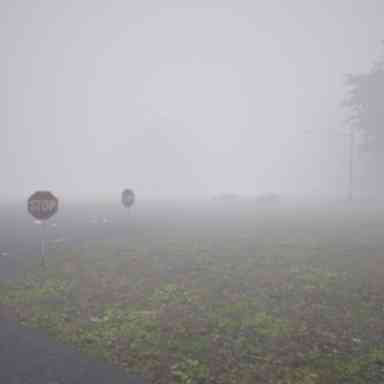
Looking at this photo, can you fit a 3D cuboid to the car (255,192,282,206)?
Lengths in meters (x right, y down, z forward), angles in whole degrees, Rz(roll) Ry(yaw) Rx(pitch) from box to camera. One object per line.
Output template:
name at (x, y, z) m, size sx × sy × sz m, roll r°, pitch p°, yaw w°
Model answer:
car at (9.039, 0.781, 39.253) m, size 1.812 × 1.442 × 4.674 m, roll 2°, pitch 3°, yaw 36°

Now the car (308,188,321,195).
car at (29.305, -0.210, 79.591) m, size 1.882 × 1.535 × 5.008 m, roll 2°, pitch 2°, yaw 36°

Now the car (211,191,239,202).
car at (4.498, 0.595, 44.934) m, size 1.895 × 1.301 × 4.718 m, roll 2°, pitch 3°, yaw 36°
